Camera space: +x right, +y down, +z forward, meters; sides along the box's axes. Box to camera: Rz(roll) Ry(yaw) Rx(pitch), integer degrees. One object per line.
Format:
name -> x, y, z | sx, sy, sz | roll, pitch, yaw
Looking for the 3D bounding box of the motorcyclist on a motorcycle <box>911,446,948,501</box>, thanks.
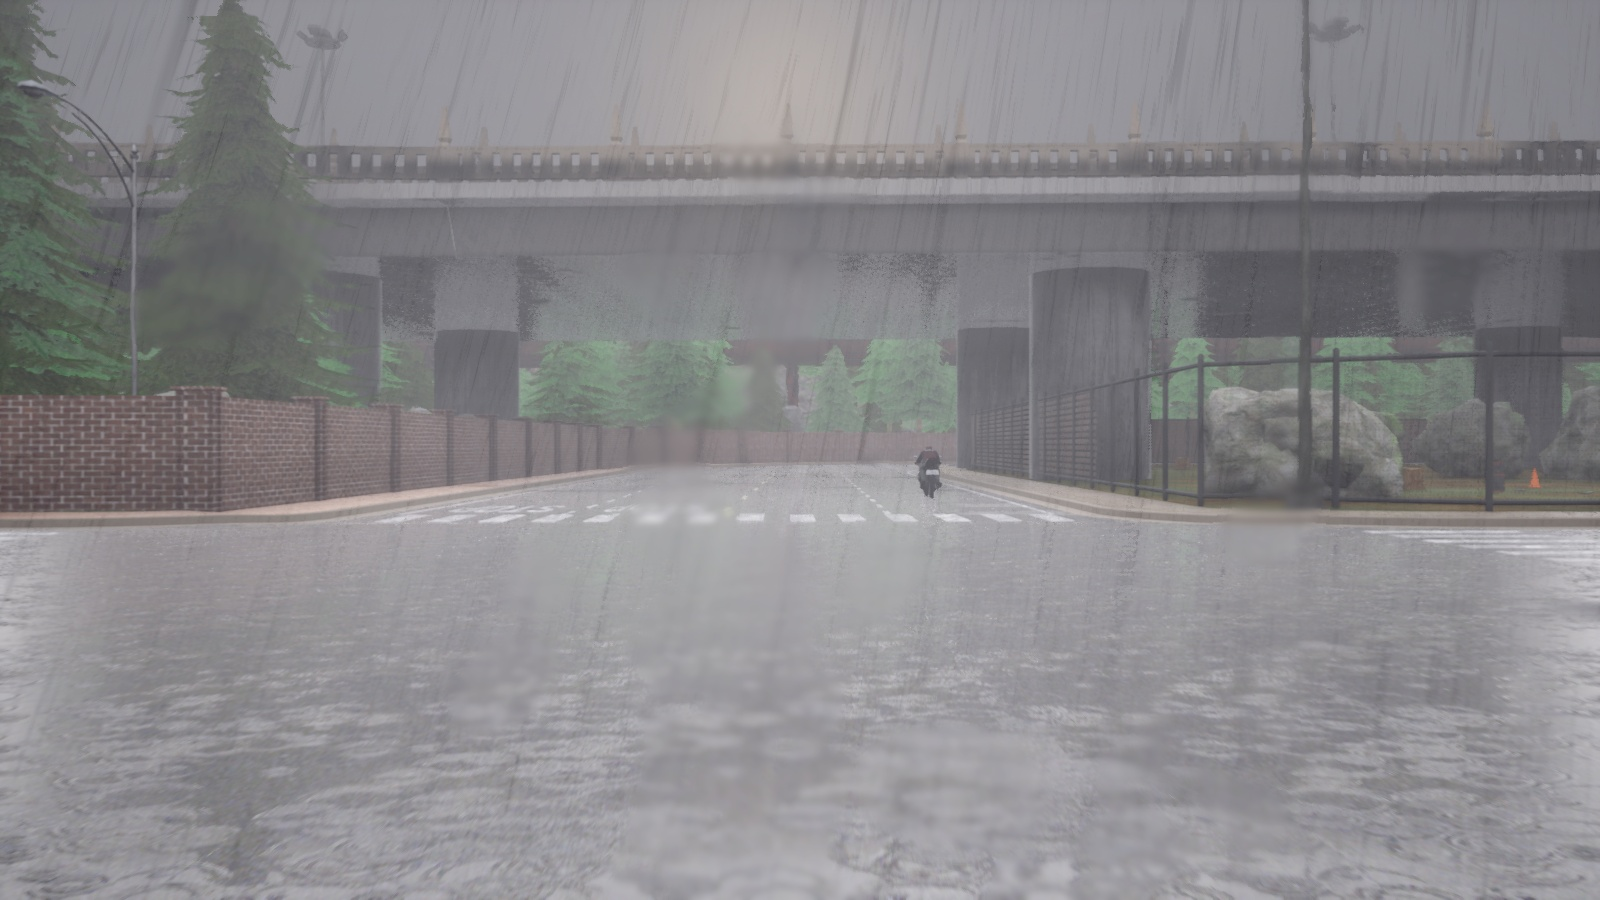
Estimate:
motorcyclist on a motorcycle -> 3.707, 0.641, 36.103 | 0.866, 1.530, 2.191 | 0, 0, 1
